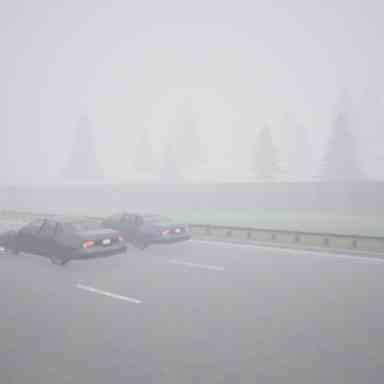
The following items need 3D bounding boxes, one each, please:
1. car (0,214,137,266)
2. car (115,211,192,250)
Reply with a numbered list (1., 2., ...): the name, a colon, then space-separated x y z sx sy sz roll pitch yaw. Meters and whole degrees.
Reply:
1. car: -4.609 1.548 11.524 5.357 1.411 2.033 0 0 36
2. car: -2.581 1.548 14.377 5.357 1.411 2.033 0 0 36
